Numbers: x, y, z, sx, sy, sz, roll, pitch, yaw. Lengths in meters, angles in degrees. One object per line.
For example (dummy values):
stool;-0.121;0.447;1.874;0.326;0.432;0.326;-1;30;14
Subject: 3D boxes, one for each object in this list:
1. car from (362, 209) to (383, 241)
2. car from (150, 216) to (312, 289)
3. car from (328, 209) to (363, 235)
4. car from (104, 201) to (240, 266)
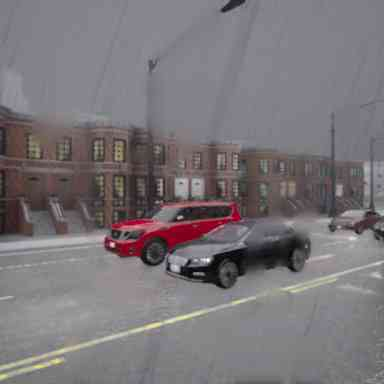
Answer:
car;11.156;1.717;17.158;4.902;1.511;2.128;1;-1;-38
car;1.521;1.621;9.655;4.902;1.511;2.128;1;-1;-38
car;10.527;1.804;21.100;4.674;1.442;1.812;0;-1;-38
car;-0.426;1.391;12.580;5.566;2.045;2.150;1;-1;-38
